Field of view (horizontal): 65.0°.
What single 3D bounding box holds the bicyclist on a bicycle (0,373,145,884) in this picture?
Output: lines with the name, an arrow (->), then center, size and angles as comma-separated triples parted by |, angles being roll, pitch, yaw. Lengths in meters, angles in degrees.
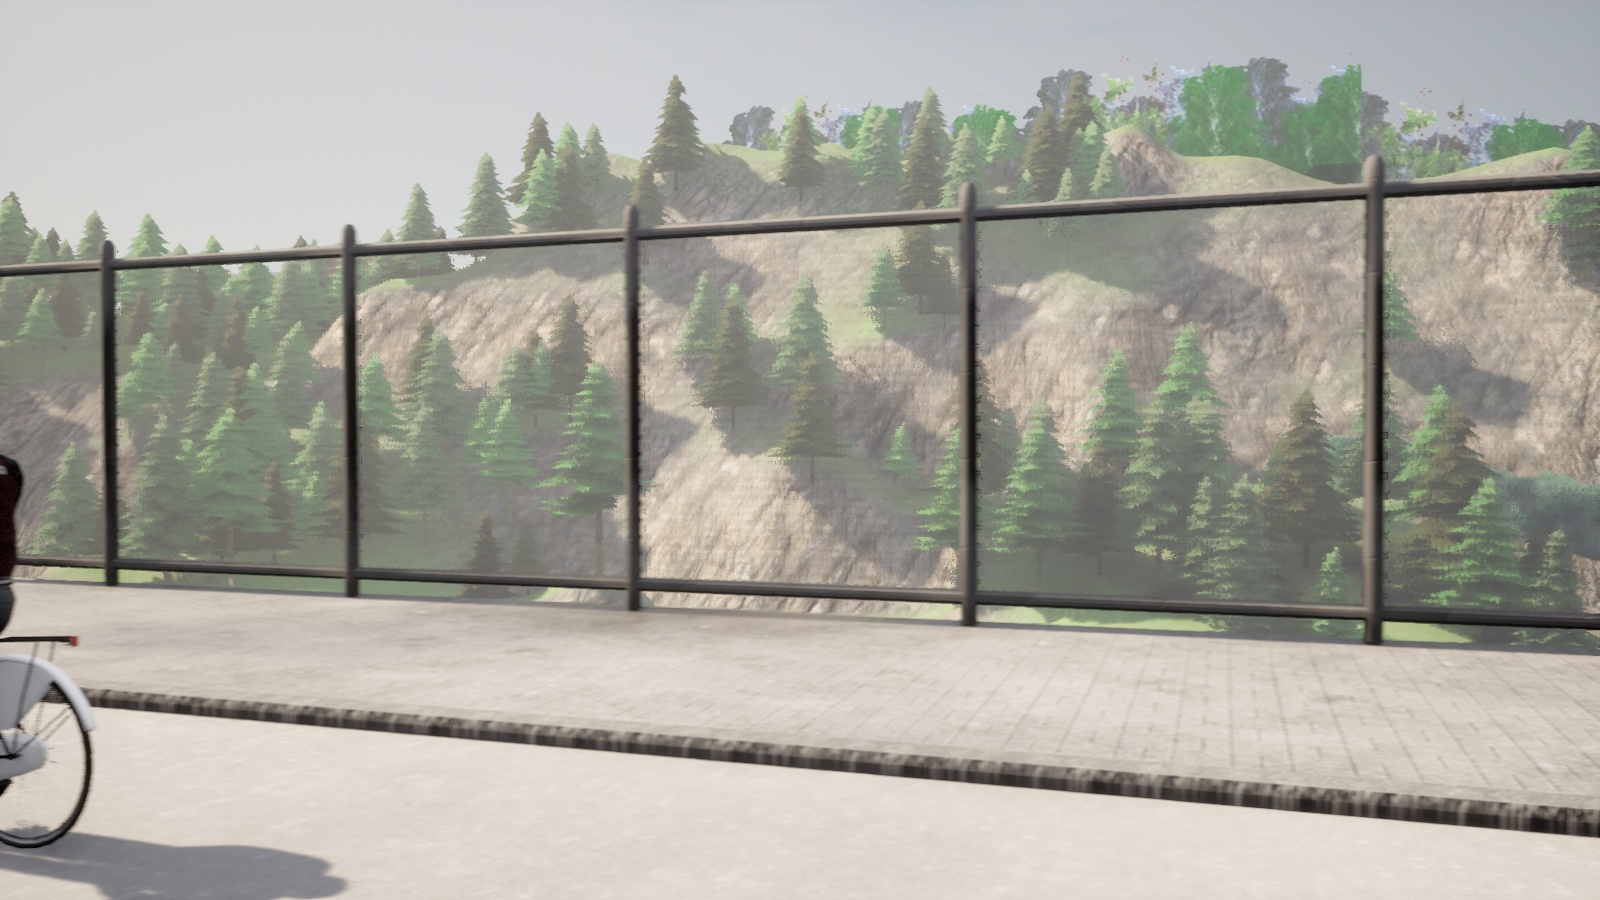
bicyclist on a bicycle -> -3.553, 0.605, 4.914 | 1.843, 1.776, 0.659 | 1, 1, 19
